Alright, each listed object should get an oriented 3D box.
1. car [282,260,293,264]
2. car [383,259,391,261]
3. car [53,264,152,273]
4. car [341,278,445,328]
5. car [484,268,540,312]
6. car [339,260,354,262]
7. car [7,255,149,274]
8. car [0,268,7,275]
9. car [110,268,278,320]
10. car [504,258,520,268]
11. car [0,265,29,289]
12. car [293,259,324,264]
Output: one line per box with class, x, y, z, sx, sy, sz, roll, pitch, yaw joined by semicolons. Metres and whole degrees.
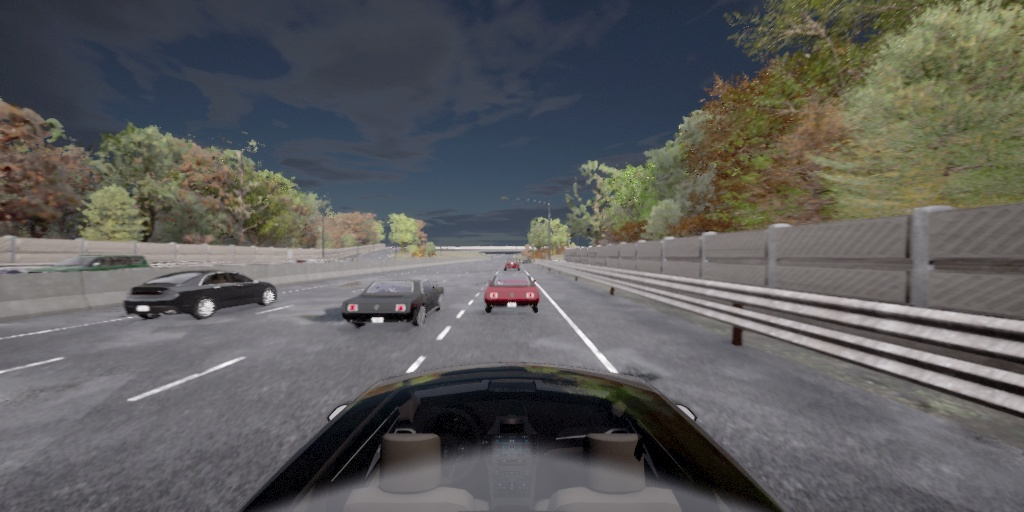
car;-31.492;1.231;51.737;1.812;1.442;4.674;0;1;0
car;-21.003;1.267;60.305;2.033;1.411;5.357;0;0;0
car;-21.090;1.320;19.657;1.895;1.301;4.718;0;0;0
car;-3.396;1.332;11.295;1.895;1.301;4.718;0;0;0
car;0.002;1.328;14.094;1.895;1.301;4.718;0;0;0
car;-24.495;1.256;52.663;1.812;1.442;4.674;0;1;0
car;-24.583;0.939;21.099;2.150;2.045;5.566;0;0;0
car;-28.088;1.320;19.690;1.895;1.301;4.718;0;0;0
car;-10.396;1.234;12.528;1.837;1.490;4.892;0;0;0
car;0.010;1.068;50.637;2.097;1.767;4.553;0;0;0
car;-31.582;1.281;20.587;1.994;1.385;4.181;0;0;0
car;-27.994;1.236;50.295;1.812;1.442;4.674;0;1;0
